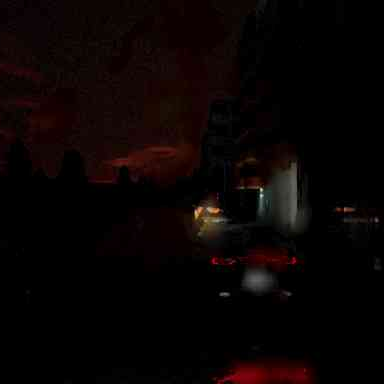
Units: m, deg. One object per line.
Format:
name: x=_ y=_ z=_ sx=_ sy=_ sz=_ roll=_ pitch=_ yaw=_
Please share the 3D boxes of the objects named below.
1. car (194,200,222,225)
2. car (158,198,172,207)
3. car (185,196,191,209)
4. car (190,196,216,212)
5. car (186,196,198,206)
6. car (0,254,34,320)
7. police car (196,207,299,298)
car: x=1.200 y=1.456 z=18.751 sx=1.801 sy=1.575 sz=5.366 roll=0 pitch=0 yaw=0
car: x=-3.999 y=1.547 z=50.826 sx=2.033 sy=1.411 sz=5.357 roll=0 pitch=0 yaw=0
car: x=0.025 y=1.491 z=44.505 sx=2.128 sy=1.511 sz=4.902 roll=0 pitch=0 yaw=1
car: x=1.147 y=1.300 z=24.532 sx=2.097 sy=1.767 sz=4.553 roll=-3 pitch=0 yaw=0
car: x=0.000 y=1.505 z=56.686 sx=1.837 sy=1.490 sz=4.892 roll=0 pitch=0 yaw=0
car: x=-4.100 y=1.564 z=4.850 sx=1.994 sy=1.385 sz=4.181 roll=0 pitch=0 yaw=0
police car: x=1.188 y=1.420 z=8.673 sx=1.930 sy=1.638 sz=5.238 roll=0 pitch=0 yaw=0
